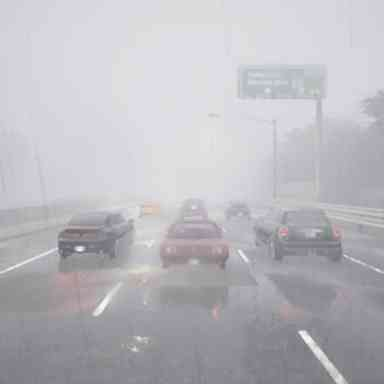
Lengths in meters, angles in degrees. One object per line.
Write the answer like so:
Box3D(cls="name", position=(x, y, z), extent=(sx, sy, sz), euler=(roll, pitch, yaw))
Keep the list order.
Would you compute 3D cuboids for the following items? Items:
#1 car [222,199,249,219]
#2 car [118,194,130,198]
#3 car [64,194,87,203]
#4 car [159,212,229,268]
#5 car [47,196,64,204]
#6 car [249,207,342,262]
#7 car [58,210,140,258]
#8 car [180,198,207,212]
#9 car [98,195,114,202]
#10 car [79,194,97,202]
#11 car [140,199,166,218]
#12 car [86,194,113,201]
Box3D(cls="car", position=(3.662, 1.383, 27.500), extent=(1.837, 1.490, 4.892), euler=(0, 1, 1))
Box3D(cls="car", position=(-13.524, 1.181, 66.479), extent=(1.837, 1.490, 4.892), euler=(0, 0, 1))
Box3D(cls="car", position=(-17.287, 1.360, 50.595), extent=(1.895, 1.301, 4.718), euler=(0, 0, 1))
Box3D(cls="car", position=(0.082, 1.559, 11.023), extent=(1.895, 1.301, 4.718), euler=(0, 0, 1))
Box3D(cls="car", position=(-20.760, 1.354, 51.711), extent=(1.895, 1.301, 4.718), euler=(0, 0, 1))
Box3D(cls="car", position=(3.592, 1.304, 12.138), extent=(2.097, 1.767, 4.553), euler=(0, 0, 1))
Box3D(cls="car", position=(-3.404, 1.457, 12.571), extent=(1.837, 1.490, 4.892), euler=(0, 1, 0))
Box3D(cls="car", position=(0.158, 1.229, 27.139), extent=(2.097, 1.767, 4.553), euler=(0, 0, 1))
Box3D(cls="car", position=(-17.030, 1.237, 66.114), extent=(1.994, 1.385, 4.181), euler=(0, 0, 1))
Box3D(cls="car", position=(-20.536, 1.159, 65.759), extent=(1.882, 1.535, 5.008), euler=(0, 0, 1))
Box3D(cls="car", position=(-3.324, 1.347, 28.909), extent=(1.882, 1.535, 5.008), euler=(0, 0, 1))
Box3D(cls="car", position=(-13.792, 1.251, 50.431), extent=(2.128, 1.511, 4.902), euler=(0, 0, 1))
